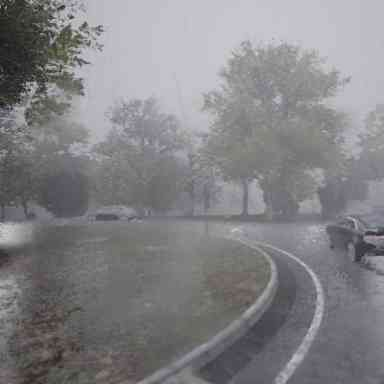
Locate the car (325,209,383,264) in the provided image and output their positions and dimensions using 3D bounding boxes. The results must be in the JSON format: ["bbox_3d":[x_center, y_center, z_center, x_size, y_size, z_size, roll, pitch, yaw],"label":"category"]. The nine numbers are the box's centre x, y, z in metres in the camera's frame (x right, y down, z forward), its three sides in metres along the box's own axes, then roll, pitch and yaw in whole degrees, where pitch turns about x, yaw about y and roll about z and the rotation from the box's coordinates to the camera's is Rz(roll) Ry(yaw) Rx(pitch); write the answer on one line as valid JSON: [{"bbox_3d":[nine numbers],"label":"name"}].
[{"bbox_3d":[6.285,1.575,12.103,2.128,1.511,4.902,0,-1,8],"label":"car"}]

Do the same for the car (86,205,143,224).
[{"bbox_3d":[-6.465,1.824,27.703,4.902,1.511,2.128,-1,-1,15],"label":"car"}]

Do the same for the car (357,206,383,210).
[{"bbox_3d":[12.718,1.703,23.605,5.357,1.411,2.033,0,-1,-24],"label":"car"}]
